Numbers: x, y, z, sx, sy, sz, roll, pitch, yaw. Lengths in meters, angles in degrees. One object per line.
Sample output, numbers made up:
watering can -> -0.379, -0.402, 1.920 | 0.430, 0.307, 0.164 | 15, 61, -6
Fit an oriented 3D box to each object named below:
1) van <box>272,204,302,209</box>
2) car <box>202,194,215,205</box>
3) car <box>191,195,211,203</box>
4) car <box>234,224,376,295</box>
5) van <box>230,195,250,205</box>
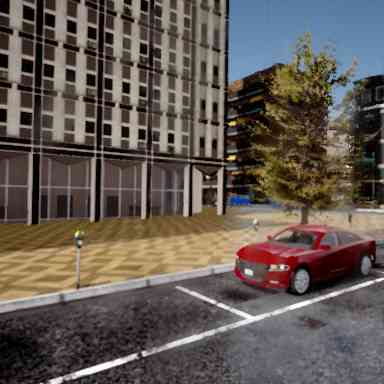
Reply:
van -> 11.529, 1.282, 40.189 | 1.690, 1.788, 3.998 | 2, -1, -36
car -> 1.635, 1.209, 53.881 | 2.192, 1.841, 5.009 | 2, -1, -36
car -> 1.827, 1.484, 67.916 | 1.967, 1.590, 4.097 | 2, -1, -36
car -> 3.108, 1.566, 8.793 | 4.507, 1.381, 1.887 | 0, 1, -36
van -> 8.425, 1.413, 58.789 | 1.690, 1.788, 3.998 | 2, -1, -36
